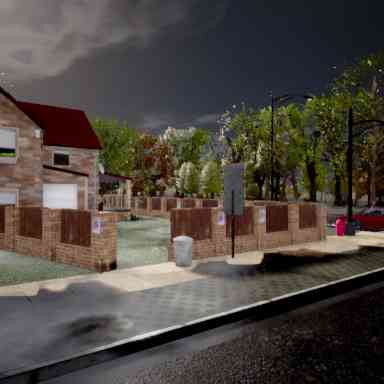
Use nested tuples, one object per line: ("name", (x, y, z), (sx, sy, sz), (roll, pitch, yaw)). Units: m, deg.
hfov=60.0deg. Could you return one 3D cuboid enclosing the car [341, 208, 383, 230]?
("car", (10.862, 1.567, 18.390), (1.895, 1.301, 4.718), (0, 0, -30))
